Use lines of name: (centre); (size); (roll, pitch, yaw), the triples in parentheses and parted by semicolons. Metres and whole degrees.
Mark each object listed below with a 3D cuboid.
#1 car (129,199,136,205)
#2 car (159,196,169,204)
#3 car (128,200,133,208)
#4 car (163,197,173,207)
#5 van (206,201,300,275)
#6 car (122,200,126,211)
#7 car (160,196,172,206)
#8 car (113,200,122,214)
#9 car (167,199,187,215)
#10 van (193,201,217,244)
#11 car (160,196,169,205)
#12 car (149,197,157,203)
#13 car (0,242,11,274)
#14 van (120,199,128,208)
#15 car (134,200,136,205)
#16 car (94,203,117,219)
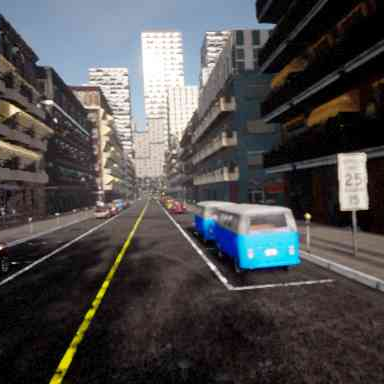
car: (-16.549, 2.792, 92.615); (1.802, 1.307, 4.206); (-4, 0, -7)
car: (-6.920, 1.987, 82.464); (2.192, 1.841, 5.009); (-4, 0, -7)
car: (-13.223, 2.245, 64.807); (2.192, 1.841, 5.009); (-4, 0, -7)
car: (-2.927, 1.863, 49.260); (1.752, 1.417, 4.829); (-4, 0, -7)
van: (1.748, 1.289, 10.157); (1.690, 1.788, 3.998); (-4, 0, -7)
car: (-11.185, 2.311, 48.123); (2.008, 1.369, 4.403); (-4, 0, -7)
car: (-5.587, 1.875, 71.340); (2.192, 1.841, 5.009); (-4, 0, -7)
car: (-10.526, 2.145, 42.561); (1.967, 1.590, 4.097); (-4, 0, -7)
car: (-1.570, 1.807, 37.967); (1.802, 1.307, 4.206); (-4, 0, -7)
van: (1.081, 1.344, 15.719); (1.690, 1.788, 3.998); (-4, 0, -7)
car: (-4.254, 1.763, 60.216); (2.192, 1.841, 5.009); (-4, 0, -7)
car: (-10.968, 2.413, 93.846); (1.837, 1.490, 4.892); (-3, 0, -7)
car: (-6.516, 1.954, 9.189); (1.802, 1.307, 4.206); (-4, 0, -7)
van: (-11.865, 2.158, 53.686); (1.690, 1.788, 3.998); (-4, 0, -7)
car: (-15.882, 2.736, 87.053); (1.802, 1.307, 4.206); (-4, 0, -7)
car: (-9.850, 2.231, 37.000); (1.802, 1.307, 4.206); (-4, 0, -7)
